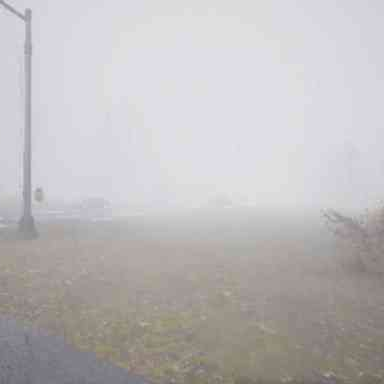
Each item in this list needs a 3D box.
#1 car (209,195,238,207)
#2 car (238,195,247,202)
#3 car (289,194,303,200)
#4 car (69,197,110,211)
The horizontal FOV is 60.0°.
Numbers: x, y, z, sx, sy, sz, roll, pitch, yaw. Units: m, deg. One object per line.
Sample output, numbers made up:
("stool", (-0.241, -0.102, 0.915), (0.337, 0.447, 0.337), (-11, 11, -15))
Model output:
("car", (4.253, 1.373, 47.137), (1.837, 1.490, 4.892), (1, 0, 34))
("car", (9.489, 1.291, 67.535), (1.882, 1.535, 5.008), (1, 1, 34))
("car", (28.456, 1.423, 89.400), (2.128, 1.511, 4.902), (1, 0, 34))
("car", (-11.216, 1.290, 36.653), (1.837, 1.490, 4.892), (1, 2, 34))
